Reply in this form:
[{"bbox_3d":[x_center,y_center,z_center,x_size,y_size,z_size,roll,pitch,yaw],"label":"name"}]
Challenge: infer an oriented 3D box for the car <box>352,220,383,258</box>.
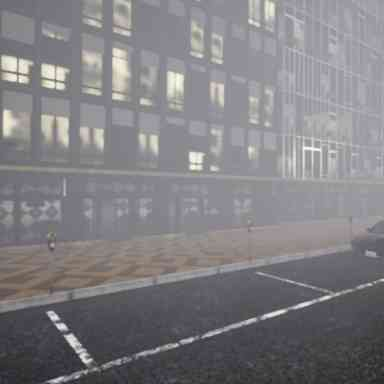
[{"bbox_3d":[7.504,1.621,11.902,4.313,1.339,1.947,0,0,-35],"label":"car"}]
